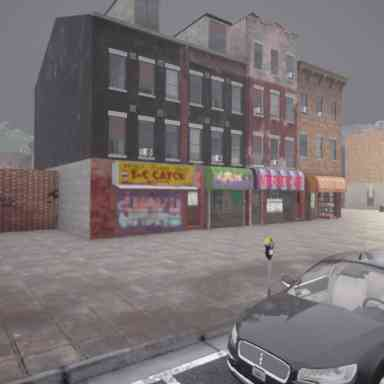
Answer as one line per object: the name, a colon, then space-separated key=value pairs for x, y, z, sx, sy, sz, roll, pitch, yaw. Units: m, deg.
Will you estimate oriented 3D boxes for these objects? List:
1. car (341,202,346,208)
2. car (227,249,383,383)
car: x=16.792 y=1.492 z=42.168 sx=1.895 sy=1.301 sz=4.718 roll=1 pitch=0 yaw=-36
car: x=2.437 y=1.554 z=4.537 sx=4.403 sy=1.369 sz=2.008 roll=0 pitch=0 yaw=-35
